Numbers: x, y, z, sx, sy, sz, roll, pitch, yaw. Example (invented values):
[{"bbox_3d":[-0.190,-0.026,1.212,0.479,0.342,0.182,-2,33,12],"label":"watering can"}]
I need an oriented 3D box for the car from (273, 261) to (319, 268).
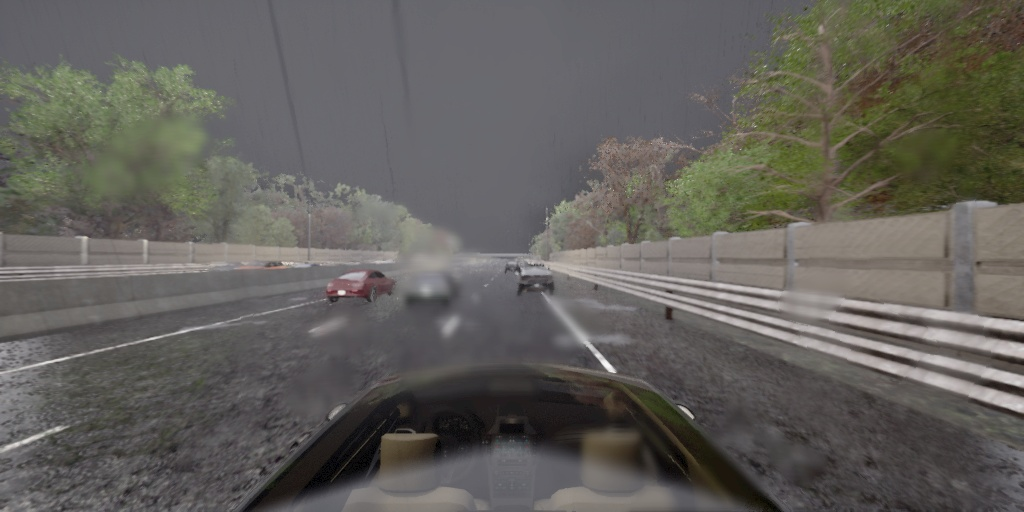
[{"bbox_3d":[-17.586,1.370,30.417,1.812,1.442,4.674,0,0,0],"label":"car"}]

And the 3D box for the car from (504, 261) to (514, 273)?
[{"bbox_3d":[0.061,1.380,45.557,1.882,1.535,5.008,0,-1,0],"label":"car"}]

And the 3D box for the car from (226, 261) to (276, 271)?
[{"bbox_3d":[-21.087,1.194,30.228,2.097,1.767,4.553,0,0,0],"label":"car"}]

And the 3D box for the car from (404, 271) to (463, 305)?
[{"bbox_3d":[-3.398,1.356,16.224,1.994,1.385,4.181,0,0,0],"label":"car"}]

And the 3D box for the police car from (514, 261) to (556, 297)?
[{"bbox_3d":[1.223,1.230,19.589,1.930,1.638,5.238,0,0,0],"label":"police car"}]

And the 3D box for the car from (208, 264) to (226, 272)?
[{"bbox_3d":[-24.582,1.342,31.924,2.128,1.511,4.902,0,0,0],"label":"car"}]

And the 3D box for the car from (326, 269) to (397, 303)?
[{"bbox_3d":[-6.899,1.320,16.817,1.812,1.442,4.674,0,0,0],"label":"car"}]
